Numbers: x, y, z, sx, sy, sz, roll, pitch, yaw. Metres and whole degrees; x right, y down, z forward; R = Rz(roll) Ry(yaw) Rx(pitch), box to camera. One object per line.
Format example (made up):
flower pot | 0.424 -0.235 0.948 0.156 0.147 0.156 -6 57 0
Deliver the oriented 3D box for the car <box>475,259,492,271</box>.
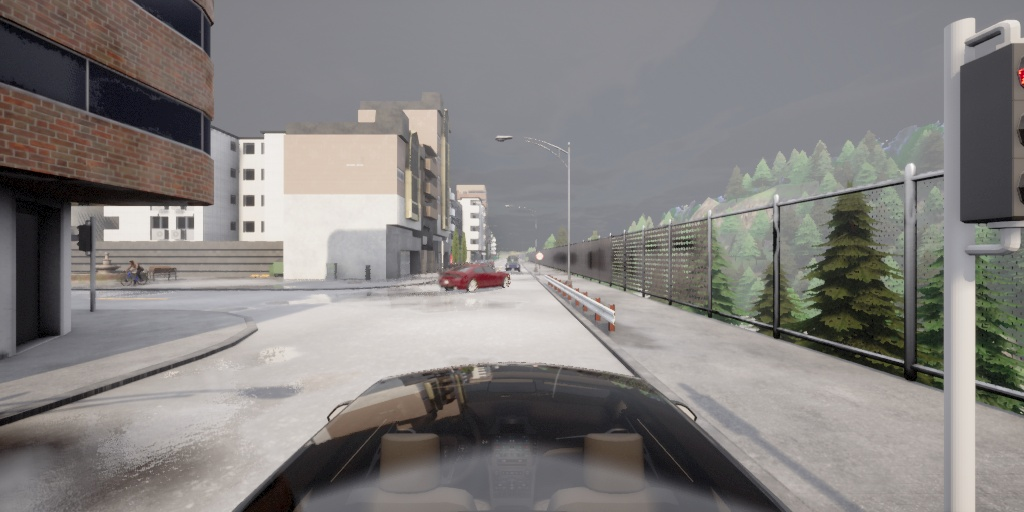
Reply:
car | -4.087 1.241 51.752 2.128 1.511 4.902 0 0 0

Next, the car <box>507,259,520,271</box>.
car | 0.107 1.351 47.577 1.895 1.301 4.718 0 0 0

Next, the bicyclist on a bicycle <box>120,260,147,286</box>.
bicyclist on a bicycle | -24.281 1.099 23.054 0.582 1.620 1.656 0 0 0

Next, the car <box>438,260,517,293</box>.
car | -2.050 1.228 20.939 1.882 1.535 5.008 1 1 35

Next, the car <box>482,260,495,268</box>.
car | -4.051 1.351 61.888 1.895 1.301 4.718 0 0 0
